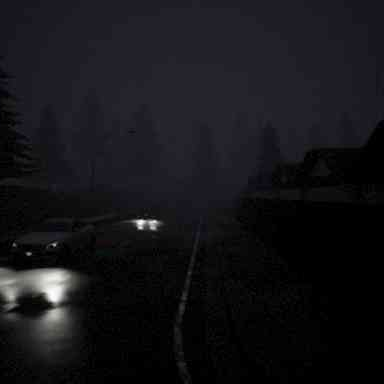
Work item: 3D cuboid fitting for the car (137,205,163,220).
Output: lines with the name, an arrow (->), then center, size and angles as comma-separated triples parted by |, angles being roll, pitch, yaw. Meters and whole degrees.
car -> -4.204, 2.020, 33.587 | 1.994, 1.385, 4.181 | 0, -1, 5

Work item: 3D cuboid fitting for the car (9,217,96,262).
car -> -5.305, 1.775, 13.351 | 1.812, 1.442, 4.674 | 0, 0, 3
